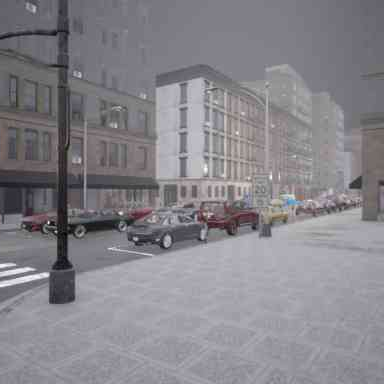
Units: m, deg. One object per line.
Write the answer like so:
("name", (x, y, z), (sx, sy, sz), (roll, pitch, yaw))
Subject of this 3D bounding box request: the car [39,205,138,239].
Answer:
("car", (-5.329, 1.598, 17.843), (1.895, 1.301, 4.718), (0, 0, 32))

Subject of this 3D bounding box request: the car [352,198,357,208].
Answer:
("car", (20.864, 1.620, 45.569), (1.802, 1.307, 4.206), (0, 0, 35))

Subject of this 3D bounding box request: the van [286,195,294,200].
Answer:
("van", (14.299, 1.340, 50.183), (1.690, 1.788, 3.998), (0, 0, 35))

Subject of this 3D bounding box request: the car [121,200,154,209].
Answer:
("car", (-4.364, 1.427, 23.629), (1.967, 1.590, 4.097), (0, 0, 35))

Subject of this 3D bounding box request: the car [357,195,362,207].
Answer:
("car", (23.974, 1.607, 49.995), (1.947, 1.339, 4.313), (0, 0, 35))

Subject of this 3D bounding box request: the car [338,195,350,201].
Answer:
("car", (39.182, 1.557, 85.590), (1.887, 1.381, 4.507), (0, 0, 35))

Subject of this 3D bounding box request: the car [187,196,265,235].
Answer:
("car", (2.202, 1.341, 19.015), (2.192, 1.841, 5.009), (0, 0, 35))

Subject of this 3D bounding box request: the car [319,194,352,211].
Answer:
("car", (17.754, 1.351, 41.143), (2.192, 1.841, 5.009), (0, 0, 35))

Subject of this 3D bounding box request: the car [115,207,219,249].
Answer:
("car", (-0.909, 1.575, 14.590), (2.008, 1.369, 4.403), (0, 0, 35))

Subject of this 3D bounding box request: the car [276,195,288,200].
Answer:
("car", (11.090, 1.522, 45.619), (1.752, 1.417, 4.829), (0, 0, 35))

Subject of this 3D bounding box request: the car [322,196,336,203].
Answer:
("car", (29.851, 1.555, 72.313), (1.887, 1.381, 4.507), (0, 0, 35))

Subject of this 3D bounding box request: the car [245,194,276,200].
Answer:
("car", (6.403, 1.226, 34.512), (2.150, 2.045, 5.566), (0, 0, 35))

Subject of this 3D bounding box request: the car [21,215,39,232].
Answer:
("car", (-7.474, 1.530, 19.204), (1.887, 1.381, 4.507), (0, 0, 35))

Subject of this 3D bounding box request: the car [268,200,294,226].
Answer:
("car", (5.410, 1.553, 23.580), (1.752, 1.417, 4.829), (0, 0, 35))

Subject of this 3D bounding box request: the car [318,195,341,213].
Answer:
("car", (14.643, 1.474, 36.717), (1.967, 1.590, 4.097), (0, 0, 35))

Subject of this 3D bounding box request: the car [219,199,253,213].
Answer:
("car", (4.967, 1.537, 36.907), (1.887, 1.381, 4.507), (0, 0, 35))

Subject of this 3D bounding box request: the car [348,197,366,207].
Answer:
("car", (27.085, 1.594, 54.421), (2.008, 1.369, 4.403), (0, 0, 35))

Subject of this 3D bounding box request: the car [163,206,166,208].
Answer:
("car", (-1.253, 1.539, 28.056), (2.008, 1.369, 4.403), (0, 0, 35))

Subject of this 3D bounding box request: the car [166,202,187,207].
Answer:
("car", (0.430, 1.505, 26.041), (1.837, 1.490, 4.892), (0, 0, 35))

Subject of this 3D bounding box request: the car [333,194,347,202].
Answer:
("car", (36.073, 1.327, 81.164), (2.192, 1.841, 5.009), (0, 0, 35))

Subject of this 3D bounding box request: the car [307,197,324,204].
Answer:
("car", (23.630, 1.572, 63.461), (1.947, 1.339, 4.313), (0, 0, 35))

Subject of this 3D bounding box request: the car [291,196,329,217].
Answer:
("car", (11.533, 1.472, 32.292), (1.967, 1.590, 4.097), (0, 0, 35))

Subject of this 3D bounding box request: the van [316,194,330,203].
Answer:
("van", (26.741, 1.350, 67.886), (1.690, 1.788, 3.998), (0, 0, 35))
